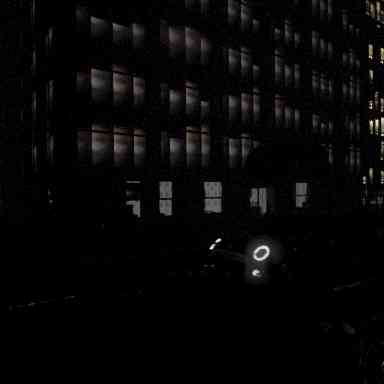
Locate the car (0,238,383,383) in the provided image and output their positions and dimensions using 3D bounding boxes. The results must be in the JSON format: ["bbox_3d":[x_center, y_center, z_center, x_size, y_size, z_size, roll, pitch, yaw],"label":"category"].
[{"bbox_3d":[0.164,1.547,3.427,5.357,1.411,2.033,0,0,-36],"label":"car"}]

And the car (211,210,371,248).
[{"bbox_3d":[2.607,1.351,9.105,4.553,1.767,2.097,0,0,-36],"label":"car"}]

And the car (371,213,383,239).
[{"bbox_3d":[7.474,1.542,15.764,4.507,1.381,1.887,0,-1,-35],"label":"car"}]
